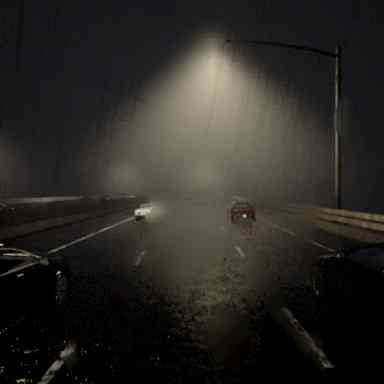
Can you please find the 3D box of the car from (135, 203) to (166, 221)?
[{"bbox_3d":[-3.188,1.552,26.288,1.895,1.301,4.718,0,0,1],"label":"car"}]

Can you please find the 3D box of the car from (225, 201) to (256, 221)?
[{"bbox_3d":[3.817,1.459,26.378,1.837,1.490,4.892,0,0,1],"label":"car"}]

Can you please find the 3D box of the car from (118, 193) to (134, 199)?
[{"bbox_3d":[-12.799,1.162,64.508,2.150,2.045,5.566,0,0,3],"label":"car"}]

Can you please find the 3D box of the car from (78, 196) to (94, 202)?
[{"bbox_3d":[-19.856,1.459,62.923,1.812,1.442,4.674,0,0,2],"label":"car"}]

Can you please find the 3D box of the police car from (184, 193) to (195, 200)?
[{"bbox_3d":[-1.073,1.489,91.133,2.038,1.542,4.974,0,0,3],"label":"police car"}]

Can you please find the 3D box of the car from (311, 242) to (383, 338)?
[{"bbox_3d":[3.620,1.550,5.732,1.994,1.385,4.181,0,0,0],"label":"car"}]

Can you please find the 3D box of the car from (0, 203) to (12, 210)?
[{"bbox_3d":[-13.942,1.457,22.235,1.837,1.490,4.892,0,0,1],"label":"car"}]

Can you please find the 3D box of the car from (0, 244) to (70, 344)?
[{"bbox_3d":[-3.384,1.478,4.832,2.128,1.511,4.902,0,0,0],"label":"car"}]

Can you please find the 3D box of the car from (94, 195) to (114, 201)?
[{"bbox_3d":[-16.357,1.289,63.019,2.097,1.767,4.553,0,0,2],"label":"car"}]
